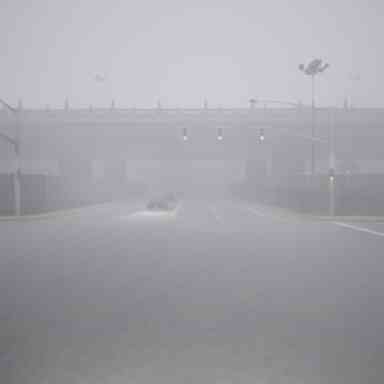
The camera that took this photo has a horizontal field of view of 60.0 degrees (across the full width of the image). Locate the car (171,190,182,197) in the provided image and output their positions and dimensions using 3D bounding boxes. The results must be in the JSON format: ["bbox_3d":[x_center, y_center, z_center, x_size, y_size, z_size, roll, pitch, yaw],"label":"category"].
[{"bbox_3d":[-3.055,0.183,65.158,1.895,1.301,4.718,0,1,0],"label":"car"}]

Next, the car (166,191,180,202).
[{"bbox_3d":[-3.229,0.696,49.473,1.837,1.490,4.892,0,1,1],"label":"car"}]

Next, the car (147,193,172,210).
[{"bbox_3d":[-3.357,1.054,33.489,1.895,1.301,4.718,0,1,0],"label":"car"}]
